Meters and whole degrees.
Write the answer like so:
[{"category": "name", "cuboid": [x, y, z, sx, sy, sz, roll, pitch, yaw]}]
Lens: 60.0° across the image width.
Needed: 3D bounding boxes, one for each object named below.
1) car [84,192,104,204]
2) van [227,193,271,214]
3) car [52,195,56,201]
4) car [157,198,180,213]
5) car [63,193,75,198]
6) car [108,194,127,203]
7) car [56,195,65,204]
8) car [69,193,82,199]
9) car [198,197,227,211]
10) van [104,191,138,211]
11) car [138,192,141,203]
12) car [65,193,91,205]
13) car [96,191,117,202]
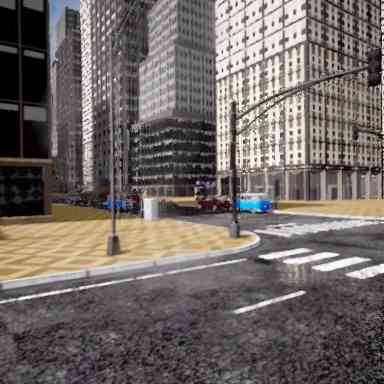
[{"category": "car", "cuboid": [-15.630, 1.117, 52.196, 1.882, 1.535, 5.008, -1, 1, -34]}, {"category": "van", "cuboid": [5.526, 1.034, 31.343, 1.690, 1.788, 3.998, -1, 1, -34]}, {"category": "car", "cuboid": [-26.348, 1.186, 63.274, 1.802, 1.307, 4.206, -1, 1, -34]}, {"category": "car", "cuboid": [-2.896, 1.317, 33.254, 1.994, 1.385, 4.181, -1, 1, -34]}, {"category": "car", "cuboid": [-31.928, 0.887, 86.459, 1.752, 1.417, 4.829, -1, 1, -34]}, {"category": "car", "cuboid": [-13.198, 1.075, 58.798, 1.887, 1.381, 4.507, -1, 1, -34]}, {"category": "car", "cuboid": [-20.137, 1.210, 54.100, 2.008, 1.369, 4.403, -1, 1, -34]}, {"category": "car", "cuboid": [-28.727, 0.941, 81.732, 2.008, 1.369, 4.403, -1, 1, -34]}, {"category": "car", "cuboid": [2.347, 1.212, 35.880, 1.887, 1.381, 4.507, -1, 1, -34]}, {"category": "van", "cuboid": [-7.716, 1.111, 35.751, 1.690, 1.788, 3.998, -1, 1, -34]}, {"category": "car", "cuboid": [-10.094, 0.873, 54.209, 2.192, 1.841, 5.009, -1, 1, -34]}, {"category": "car", "cuboid": [-17.031, 1.253, 49.513, 1.947, 1.339, 4.313, -1, 1, -34]}, {"category": "car", "cuboid": [-16.306, 0.818, 63.383, 2.192, 1.841, 5.009, -1, 1, -34]}]
